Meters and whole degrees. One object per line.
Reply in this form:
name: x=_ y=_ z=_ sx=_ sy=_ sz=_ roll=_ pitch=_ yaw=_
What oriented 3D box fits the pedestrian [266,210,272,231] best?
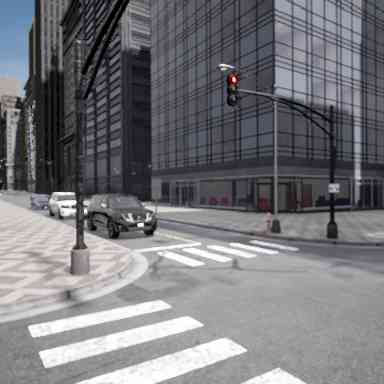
pedestrian: x=3.948 y=1.444 z=17.103 sx=0.500 sy=1.100 sz=0.500 roll=0 pitch=0 yaw=-33

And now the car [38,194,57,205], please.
car: x=-22.466 y=1.071 z=51.565 sx=1.837 sy=1.490 sz=4.892 roll=-1 pitch=1 yaw=-34

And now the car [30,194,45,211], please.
car: x=-16.948 y=1.285 z=37.445 sx=2.033 sy=1.411 sz=5.357 roll=-1 pitch=1 yaw=-34

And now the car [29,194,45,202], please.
car: x=-27.946 y=1.056 z=59.853 sx=1.895 sy=1.301 sz=4.718 roll=-1 pitch=1 yaw=-34

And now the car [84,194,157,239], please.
car: x=-3.895 y=1.154 z=17.662 sx=2.150 sy=2.045 sz=5.566 roll=-1 pitch=1 yaw=-33

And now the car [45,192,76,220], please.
car: x=-10.057 y=1.064 z=26.991 sx=2.150 sy=2.045 sz=5.566 roll=-1 pitch=1 yaw=-33
